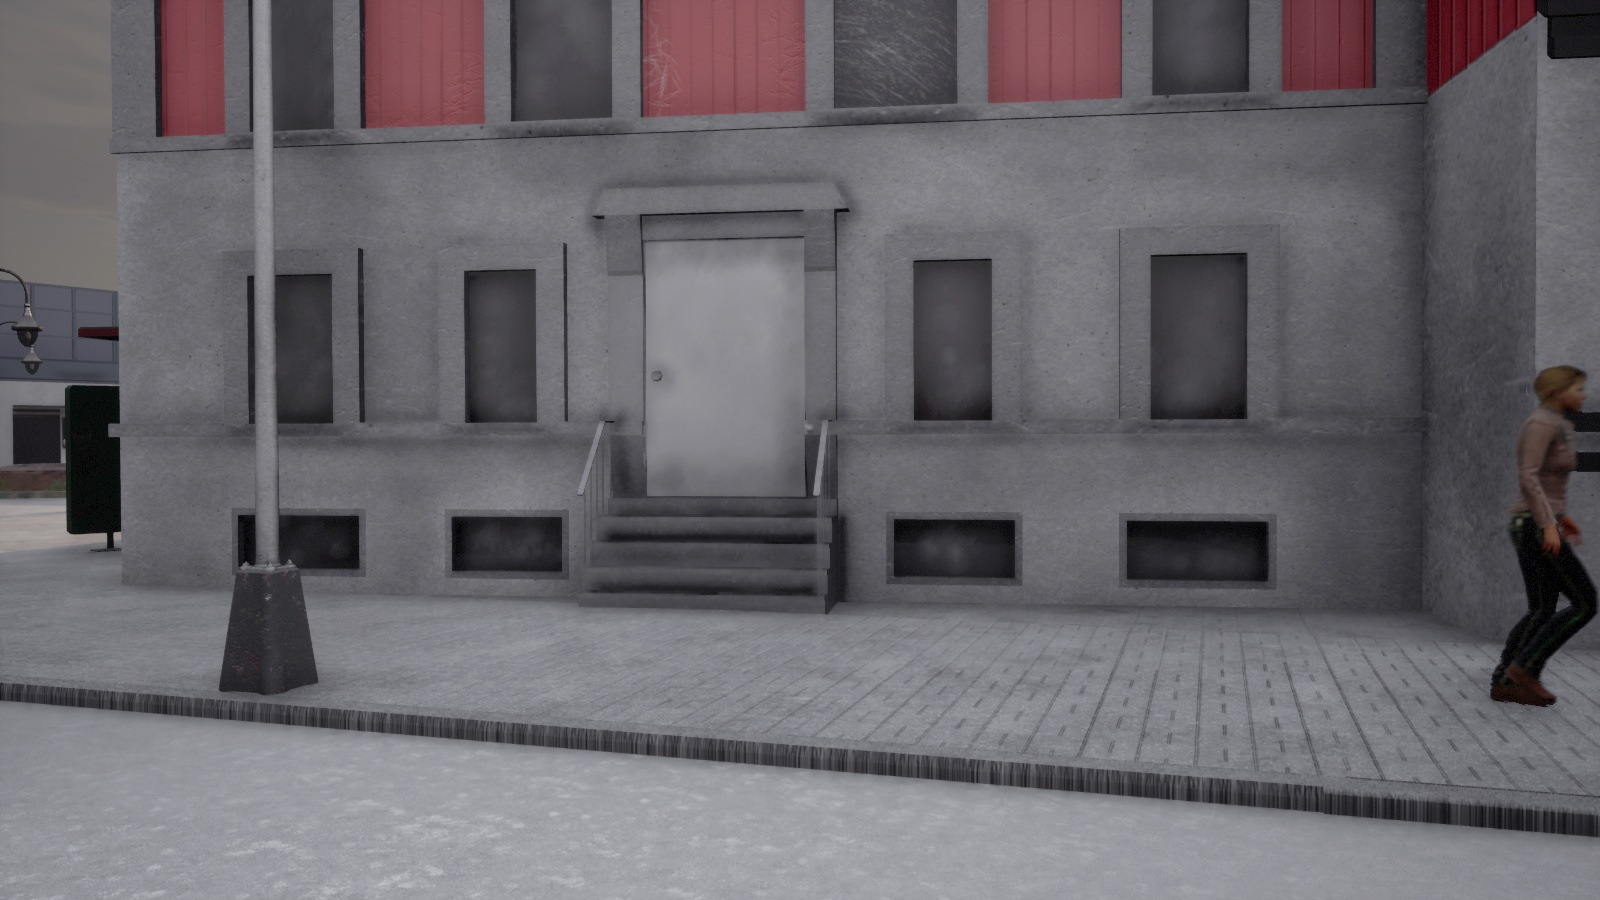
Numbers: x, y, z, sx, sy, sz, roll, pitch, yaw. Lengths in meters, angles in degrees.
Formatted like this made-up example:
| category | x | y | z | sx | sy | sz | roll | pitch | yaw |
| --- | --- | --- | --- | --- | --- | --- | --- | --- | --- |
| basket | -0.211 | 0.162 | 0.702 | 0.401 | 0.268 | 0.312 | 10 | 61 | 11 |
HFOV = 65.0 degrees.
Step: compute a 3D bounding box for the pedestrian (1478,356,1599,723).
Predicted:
| category | x | y | z | sx | sy | sz | roll | pitch | yaw |
| --- | --- | --- | --- | --- | --- | --- | --- | --- | --- |
| pedestrian | 3.926 | 0.446 | 6.562 | 0.634 | 1.846 | 0.331 | 1 | 1 | 31 |
